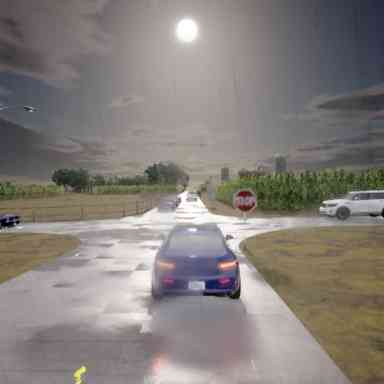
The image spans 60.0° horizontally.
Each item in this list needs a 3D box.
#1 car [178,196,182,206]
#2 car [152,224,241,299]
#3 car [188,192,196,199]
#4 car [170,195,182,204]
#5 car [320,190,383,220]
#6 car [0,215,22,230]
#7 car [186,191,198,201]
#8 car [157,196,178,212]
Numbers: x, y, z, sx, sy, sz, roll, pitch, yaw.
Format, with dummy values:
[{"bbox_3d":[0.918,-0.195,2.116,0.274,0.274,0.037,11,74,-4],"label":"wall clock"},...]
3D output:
[{"bbox_3d":[-2.862,1.282,46.971,1.882,1.535,5.008,0,0,0],"label":"car"},{"bbox_3d":[0.089,1.525,8.307,1.812,1.442,4.674,0,0,0],"label":"car"},{"bbox_3d":[-0.034,0.812,79.429,1.812,1.442,4.674,0,1,0],"label":"car"},{"bbox_3d":[-2.843,1.301,58.662,1.895,1.301,4.718,0,1,0],"label":"car"},{"bbox_3d":[12.447,0.932,24.651,5.566,2.045,2.150,-1,0,0],"label":"car"},{"bbox_3d":[-13.811,1.814,21.678,4.718,1.301,1.895,-1,0,-4],"label":"car"},{"bbox_3d":[-0.030,0.808,69.038,2.150,2.045,5.566,0,1,0],"label":"car"},{"bbox_3d":[-2.807,1.383,37.147,1.837,1.490,4.892,0,0,-2],"label":"car"}]
